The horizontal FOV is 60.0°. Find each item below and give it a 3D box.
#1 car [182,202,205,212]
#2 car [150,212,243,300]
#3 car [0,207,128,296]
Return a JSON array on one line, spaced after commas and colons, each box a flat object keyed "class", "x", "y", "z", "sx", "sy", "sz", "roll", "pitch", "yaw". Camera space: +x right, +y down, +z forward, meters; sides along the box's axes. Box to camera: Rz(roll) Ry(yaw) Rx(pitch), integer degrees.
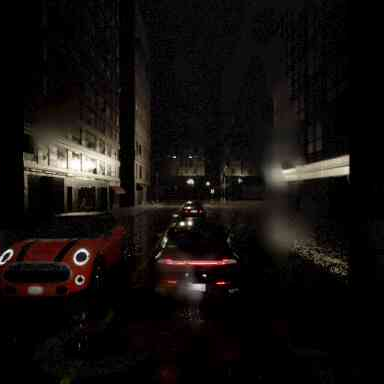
[{"class": "car", "x": 0.121, "y": 1.549, "z": 28.127, "sx": 2.033, "sy": 1.411, "sz": 5.357, "roll": 0, "pitch": 0, "yaw": 0}, {"class": "car", "x": 0.102, "y": 1.492, "z": 8.366, "sx": 2.128, "sy": 1.511, "sz": 4.902, "roll": 0, "pitch": 0, "yaw": 0}, {"class": "car", "x": -3.094, "y": 1.352, "z": 8.826, "sx": 2.097, "sy": 1.767, "sz": 4.553, "roll": 0, "pitch": 0, "yaw": 0}]
